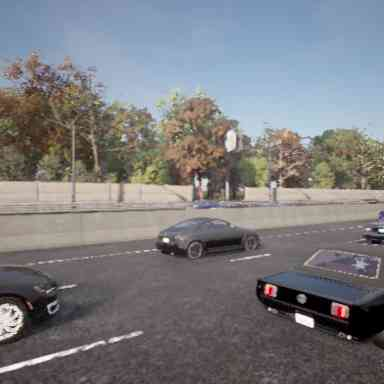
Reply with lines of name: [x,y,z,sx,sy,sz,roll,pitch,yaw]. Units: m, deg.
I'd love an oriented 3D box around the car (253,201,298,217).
car: [9.290,1.806,36.778,4.902,1.511,2.128,0,-1,-36]

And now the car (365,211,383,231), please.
car: [9.978,1.671,15.380,5.357,1.411,2.033,0,-1,-36]

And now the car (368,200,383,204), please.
car: [36.332,2.161,65.061,4.718,1.301,1.895,0,-1,-36]

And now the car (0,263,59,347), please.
car: [-4.523,1.555,4.797,4.892,1.490,1.837,0,-1,-36]

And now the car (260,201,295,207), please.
car: [8.924,1.838,32.180,4.181,1.385,1.994,0,-1,-36]

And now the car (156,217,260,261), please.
car: [0.703,1.678,12.942,4.181,1.385,1.994,0,-1,-36]

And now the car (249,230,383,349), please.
car: [3.490,1.653,6.311,4.718,1.301,1.895,0,-1,-36]

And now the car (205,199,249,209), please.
car: [4.344,1.818,37.506,4.902,1.511,2.128,0,-1,-36]

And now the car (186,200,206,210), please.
car: [1.500,1.702,39.762,4.553,1.767,2.097,0,-1,-36]

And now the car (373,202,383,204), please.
car: [15.134,1.667,23.470,5.008,1.535,1.882,0,-1,-36]
